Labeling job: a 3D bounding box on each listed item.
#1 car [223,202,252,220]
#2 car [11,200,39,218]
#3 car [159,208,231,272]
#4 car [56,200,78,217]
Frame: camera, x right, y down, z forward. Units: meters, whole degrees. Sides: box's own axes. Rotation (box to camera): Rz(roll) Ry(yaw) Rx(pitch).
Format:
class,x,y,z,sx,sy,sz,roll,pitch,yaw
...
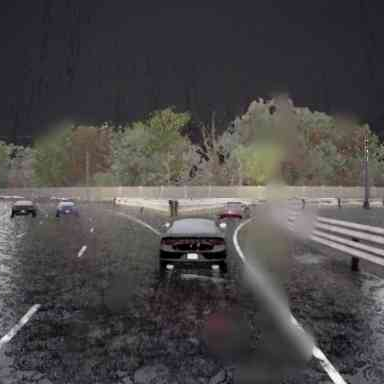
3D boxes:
class,x,y,z,sx,sy,sz,roll,pitch,yaw
car,3.780,1.558,28.288,1.994,1.385,4.181,0,0,21
car,-15.097,1.474,30.222,1.882,1.535,5.008,0,0,-22
car,0.116,1.475,10.863,1.882,1.535,5.008,0,0,2
car,-11.718,1.521,31.198,1.812,1.442,4.674,0,0,-22
